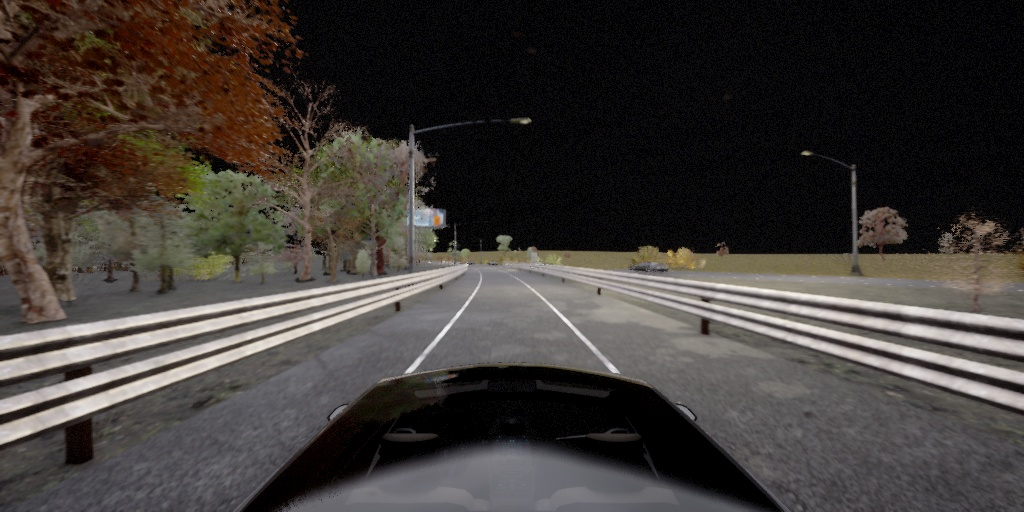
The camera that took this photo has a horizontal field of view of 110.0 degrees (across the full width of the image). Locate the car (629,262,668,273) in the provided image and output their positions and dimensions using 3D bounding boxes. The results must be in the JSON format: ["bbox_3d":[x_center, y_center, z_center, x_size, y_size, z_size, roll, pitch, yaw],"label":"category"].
[{"bbox_3d":[17.252,1.426,45.538,2.033,1.411,5.357,0,-1,-22],"label":"car"}]
